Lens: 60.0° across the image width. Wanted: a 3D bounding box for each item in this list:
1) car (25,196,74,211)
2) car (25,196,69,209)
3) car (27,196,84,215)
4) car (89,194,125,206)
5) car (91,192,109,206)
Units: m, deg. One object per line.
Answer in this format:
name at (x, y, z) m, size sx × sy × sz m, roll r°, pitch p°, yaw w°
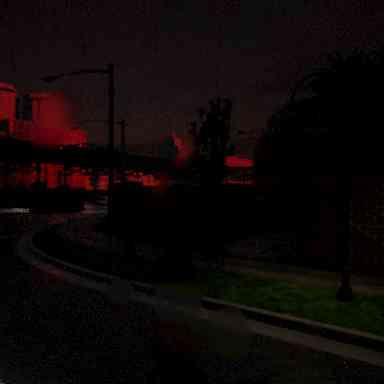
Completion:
car at (-16.293, 1.253, 38.155) m, size 1.837 × 1.490 × 4.892 m, roll 0°, pitch 1°, yaw 37°
car at (-18.062, 1.245, 41.615) m, size 1.812 × 1.442 × 4.674 m, roll 0°, pitch 1°, yaw 37°
car at (-12.553, 1.286, 31.162) m, size 1.882 × 1.535 × 5.008 m, roll 0°, pitch 1°, yaw 37°
car at (-12.492, 1.100, 48.970) m, size 2.128 × 1.511 × 4.902 m, roll 0°, pitch 1°, yaw 37°
car at (-10.538, 0.860, 45.771) m, size 2.150 × 2.045 × 5.566 m, roll 0°, pitch 1°, yaw 37°
